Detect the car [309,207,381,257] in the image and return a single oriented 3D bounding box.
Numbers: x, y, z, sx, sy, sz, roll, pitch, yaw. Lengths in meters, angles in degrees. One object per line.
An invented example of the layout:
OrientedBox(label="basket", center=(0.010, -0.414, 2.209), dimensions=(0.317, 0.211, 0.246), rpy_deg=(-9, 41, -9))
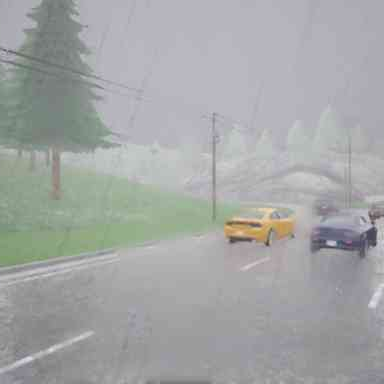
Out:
OrientedBox(label="car", center=(5.939, 1.514, 12.898), dimensions=(1.812, 1.442, 4.674), rpy_deg=(0, 0, 35))

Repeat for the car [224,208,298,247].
OrientedBox(label="car", center=(3.317, 1.465, 15.254), dimensions=(1.882, 1.535, 5.008), rpy_deg=(0, 0, 35))

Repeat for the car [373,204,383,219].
OrientedBox(label="car", center=(15.045, 1.579, 25.886), dimensions=(1.895, 1.301, 4.718), rpy_deg=(0, 0, 35))

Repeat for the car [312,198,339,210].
OrientedBox(label="car", center=(11.942, 1.327, 29.670), dimensions=(2.097, 1.767, 4.553), rpy_deg=(0, 0, 25))
